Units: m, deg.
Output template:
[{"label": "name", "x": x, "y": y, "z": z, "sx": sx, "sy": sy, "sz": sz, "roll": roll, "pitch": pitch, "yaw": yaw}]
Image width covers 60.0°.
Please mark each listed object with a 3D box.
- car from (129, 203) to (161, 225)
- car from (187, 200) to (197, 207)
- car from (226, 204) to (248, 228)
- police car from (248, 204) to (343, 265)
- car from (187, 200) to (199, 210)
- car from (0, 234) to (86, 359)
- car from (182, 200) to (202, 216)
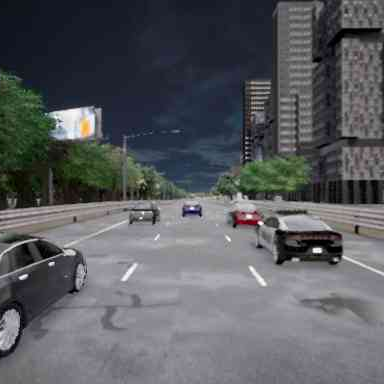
[{"label": "car", "x": -3.383, "y": 1.567, "z": 24.479, "sx": 2.128, "sy": 1.511, "sz": 4.902, "roll": 0, "pitch": -1, "yaw": 0}, {"label": "car", "x": 0.077, "y": 2.534, "z": 74.058, "sx": 2.128, "sy": 1.511, "sz": 4.902, "roll": 0, "pitch": -1, "yaw": 0}, {"label": "car", "x": 3.515, "y": 1.565, "z": 22.802, "sx": 2.163, "sy": 1.488, "sz": 4.792, "roll": 0, "pitch": 0, "yaw": 0}, {"label": "police car", "x": 3.503, "y": 1.434, "z": 11.882, "sx": 1.930, "sy": 1.638, "sz": 5.238, "roll": 0, "pitch": 0, "yaw": 0}, {"label": "car", "x": 0.131, "y": 2.058, "z": 52.671, "sx": 1.812, "sy": 1.442, "sz": 4.674, "roll": 0, "pitch": -1, "yaw": 0}, {"label": "car", "x": -3.400, "y": 1.508, "z": 5.945, "sx": 1.837, "sy": 1.490, "sz": 4.892, "roll": 0, "pitch": 0, "yaw": 0}, {"label": "car", "x": 0.015, "y": 1.703, "z": 34.998, "sx": 2.163, "sy": 1.488, "sz": 4.792, "roll": 0, "pitch": -1, "yaw": 0}]
